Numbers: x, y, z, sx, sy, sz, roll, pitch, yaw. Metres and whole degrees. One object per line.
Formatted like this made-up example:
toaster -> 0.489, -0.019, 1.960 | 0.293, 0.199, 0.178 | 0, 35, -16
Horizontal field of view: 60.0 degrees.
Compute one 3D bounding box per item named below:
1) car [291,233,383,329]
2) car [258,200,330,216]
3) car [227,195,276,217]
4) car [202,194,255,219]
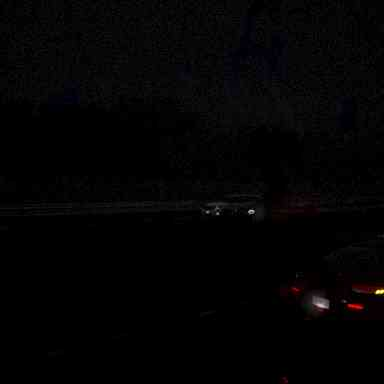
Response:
car -> 3.875, 1.541, 6.468 | 4.674, 1.442, 1.812 | 0, 0, -35
car -> 6.951, 1.478, 21.633 | 5.008, 1.535, 1.882 | 0, 0, -35
car -> 5.200, 1.349, 24.673 | 4.553, 1.767, 2.097 | 0, 0, -34
car -> 3.507, 1.215, 27.765 | 5.566, 2.045, 2.150 | 0, 0, -34
